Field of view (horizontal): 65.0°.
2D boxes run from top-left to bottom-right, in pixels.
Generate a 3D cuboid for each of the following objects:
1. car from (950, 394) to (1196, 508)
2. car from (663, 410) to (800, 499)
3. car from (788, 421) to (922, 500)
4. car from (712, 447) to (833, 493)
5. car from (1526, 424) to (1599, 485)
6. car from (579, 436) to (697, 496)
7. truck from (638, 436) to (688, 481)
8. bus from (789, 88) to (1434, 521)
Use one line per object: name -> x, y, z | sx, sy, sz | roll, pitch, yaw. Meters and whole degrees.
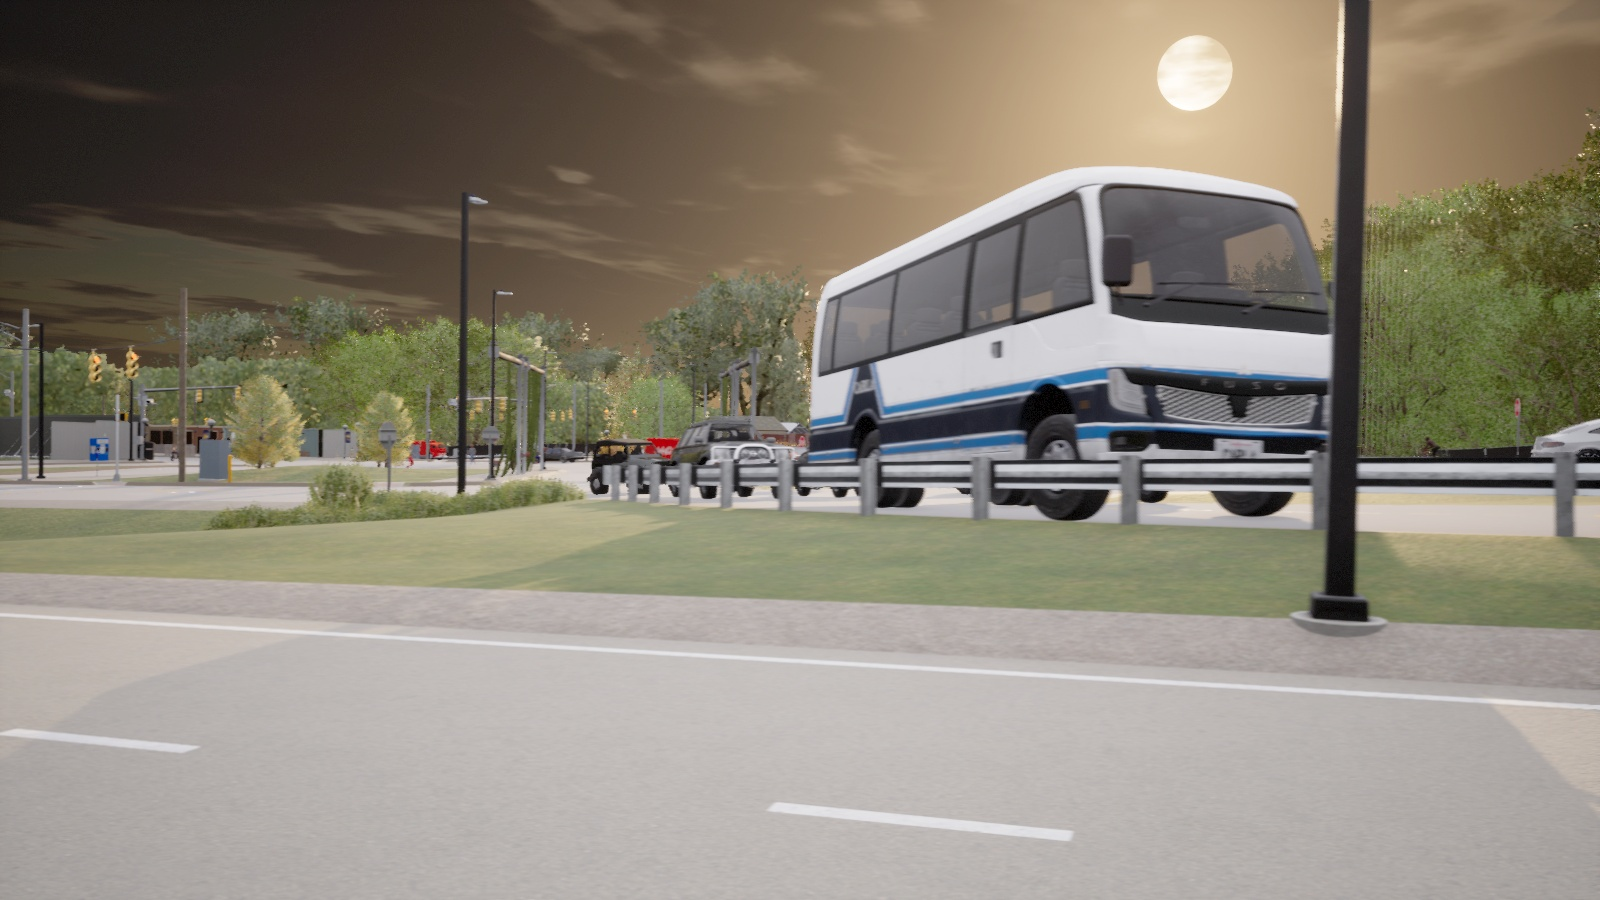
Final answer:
car -> 4.821, 0.086, 22.927 | 1.932, 1.855, 4.605 | 1, -2, -26
car -> -1.662, 0.174, 28.585 | 1.932, 1.855, 4.605 | 1, -2, -19
car -> 1.308, 0.300, 32.206 | 1.932, 1.855, 4.605 | 1, -2, -18
car -> -0.899, 0.667, 42.271 | 3.633, 1.501, 1.845 | -1, 0, 20
car -> 20.891, 0.033, 31.148 | 4.674, 1.442, 1.812 | -3, 0, 19
car -> -5.444, 0.510, 42.082 | 3.866, 1.878, 1.905 | 0, 1, 44
truck -> -8.050, 0.492, 73.266 | 2.627, 2.467, 5.204 | 1, 0, -9
bus -> 3.410, -1.242, 17.990 | 3.944, 4.253, 10.273 | 2, -3, -19
